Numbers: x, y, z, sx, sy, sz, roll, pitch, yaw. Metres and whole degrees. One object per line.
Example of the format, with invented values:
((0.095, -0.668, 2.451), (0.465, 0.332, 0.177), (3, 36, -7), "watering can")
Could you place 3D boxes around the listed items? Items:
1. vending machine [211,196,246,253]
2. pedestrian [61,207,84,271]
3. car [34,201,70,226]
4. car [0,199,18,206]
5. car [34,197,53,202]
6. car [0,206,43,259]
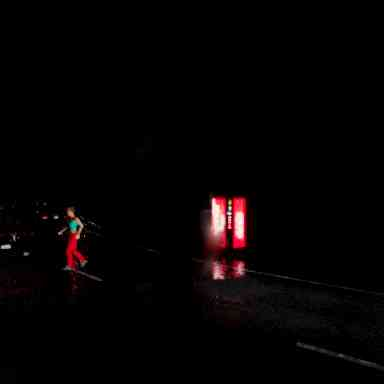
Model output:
((1.423, 1.195, 12.958), (1.100, 2.100, 0.880), (0, 0, -43), "vending machine")
((-3.437, 1.294, 9.567), (0.375, 1.860, 0.375), (0, 0, -42), "pedestrian")
((-9.118, 1.547, 21.896), (2.033, 1.411, 5.357), (0, 0, -26), "car")
((-16.394, 1.353, 28.981), (2.097, 1.767, 4.553), (0, 0, -26), "car")
((-16.298, 1.352, 36.845), (2.097, 1.767, 4.553), (0, 0, -26), "car")
((-7.034, 1.477, 11.809), (1.882, 1.535, 5.008), (0, 0, -38), "car")
